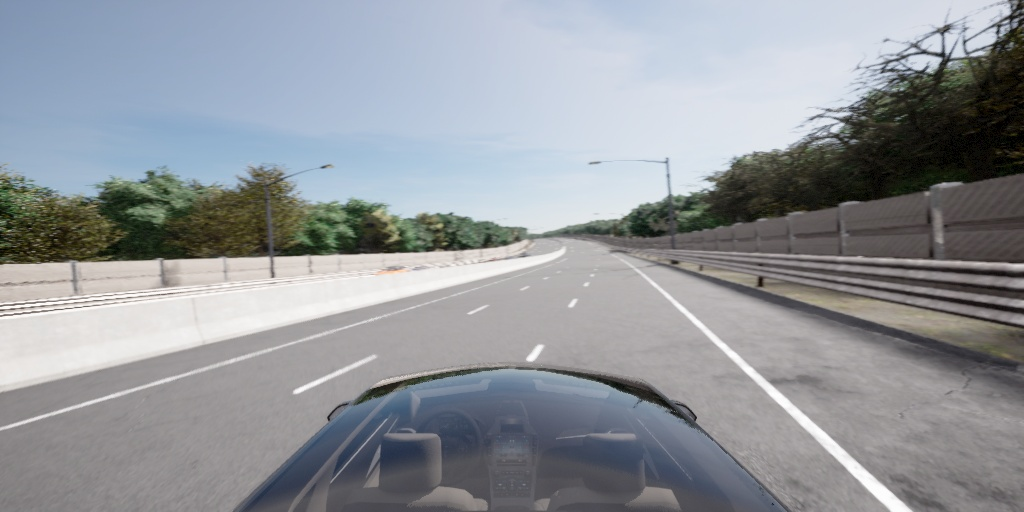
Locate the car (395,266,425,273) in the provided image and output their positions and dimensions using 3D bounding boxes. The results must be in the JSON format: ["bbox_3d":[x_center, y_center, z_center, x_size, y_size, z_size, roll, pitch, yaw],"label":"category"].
[{"bbox_3d":[-10.429,1.904,40.260,2.033,1.411,5.357,-4,0,15],"label":"car"}]

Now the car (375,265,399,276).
[{"bbox_3d":[-13.785,1.942,41.304,2.097,1.767,4.553,-4,0,15],"label":"car"}]

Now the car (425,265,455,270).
[{"bbox_3d":[-7.150,1.731,39.020,1.895,1.301,4.718,-4,0,15],"label":"car"}]
